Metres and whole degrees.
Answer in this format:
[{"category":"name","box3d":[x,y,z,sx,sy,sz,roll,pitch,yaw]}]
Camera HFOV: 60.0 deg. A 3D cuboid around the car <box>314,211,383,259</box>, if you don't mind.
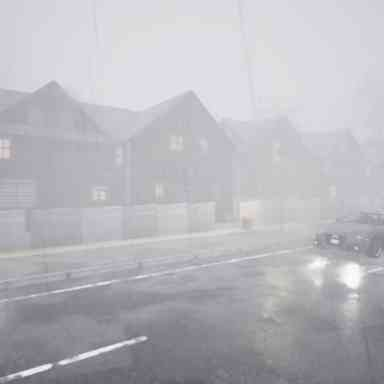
[{"category":"car","box3d":[6.324,1.412,12.026,4.181,1.385,1.994,-1,0,-34]}]
